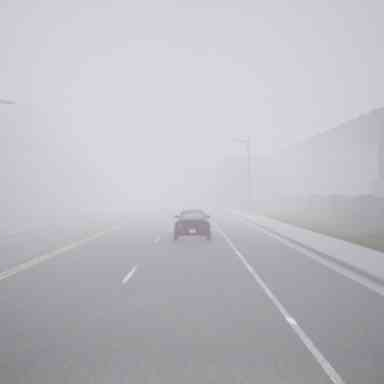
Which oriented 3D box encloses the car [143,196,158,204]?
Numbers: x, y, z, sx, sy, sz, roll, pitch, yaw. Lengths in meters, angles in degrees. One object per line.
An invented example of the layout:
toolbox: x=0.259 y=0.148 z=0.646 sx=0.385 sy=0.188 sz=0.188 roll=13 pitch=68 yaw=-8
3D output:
car: x=-10.392 y=2.284 z=84.352 sx=1.895 sy=1.301 sz=4.718 roll=0 pitch=0 yaw=0

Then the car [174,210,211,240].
car: x=0.022 y=1.672 z=17.790 sx=1.812 sy=1.442 sz=4.674 roll=0 pitch=0 yaw=0

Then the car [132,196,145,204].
car: x=-13.892 y=2.043 z=84.418 sx=2.097 sy=1.767 sz=4.553 roll=0 pitch=0 yaw=0
